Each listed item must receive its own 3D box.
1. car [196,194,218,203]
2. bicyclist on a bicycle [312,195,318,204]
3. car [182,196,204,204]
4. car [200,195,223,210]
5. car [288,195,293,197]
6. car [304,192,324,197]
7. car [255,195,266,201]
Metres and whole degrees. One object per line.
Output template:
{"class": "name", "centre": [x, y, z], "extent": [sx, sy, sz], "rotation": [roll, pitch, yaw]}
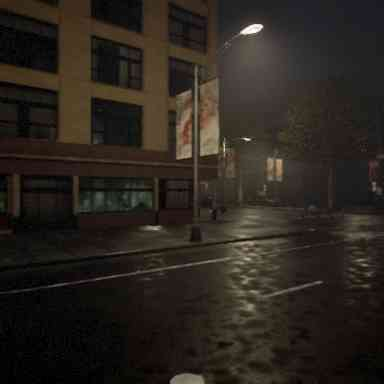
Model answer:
{"class": "car", "centre": [2.988, 1.349, 67.753], "extent": [2.097, 1.767, 4.553], "rotation": [0, 0, -36]}
{"class": "bicyclist on a bicycle", "centre": [20.821, 1.287, 56.455], "extent": [1.656, 1.620, 0.582], "rotation": [0, 0, -36]}
{"class": "car", "centre": [0.129, 1.496, 65.734], "extent": [1.837, 1.490, 4.892], "rotation": [0, 0, -36]}
{"class": "car", "centre": [2.003, 1.499, 43.280], "extent": [1.837, 1.490, 4.892], "rotation": [0, 0, -36]}
{"class": "car", "centre": [25.787, 1.444, 89.007], "extent": [1.895, 1.301, 4.718], "rotation": [0, 0, -36]}
{"class": "car", "centre": [26.609, 1.303, 75.075], "extent": [2.002, 1.452, 4.674], "rotation": [0, 0, -36]}
{"class": "car", "centre": [16.134, 1.398, 82.560], "extent": [2.161, 1.482, 4.786], "rotation": [0, 0, -36]}
